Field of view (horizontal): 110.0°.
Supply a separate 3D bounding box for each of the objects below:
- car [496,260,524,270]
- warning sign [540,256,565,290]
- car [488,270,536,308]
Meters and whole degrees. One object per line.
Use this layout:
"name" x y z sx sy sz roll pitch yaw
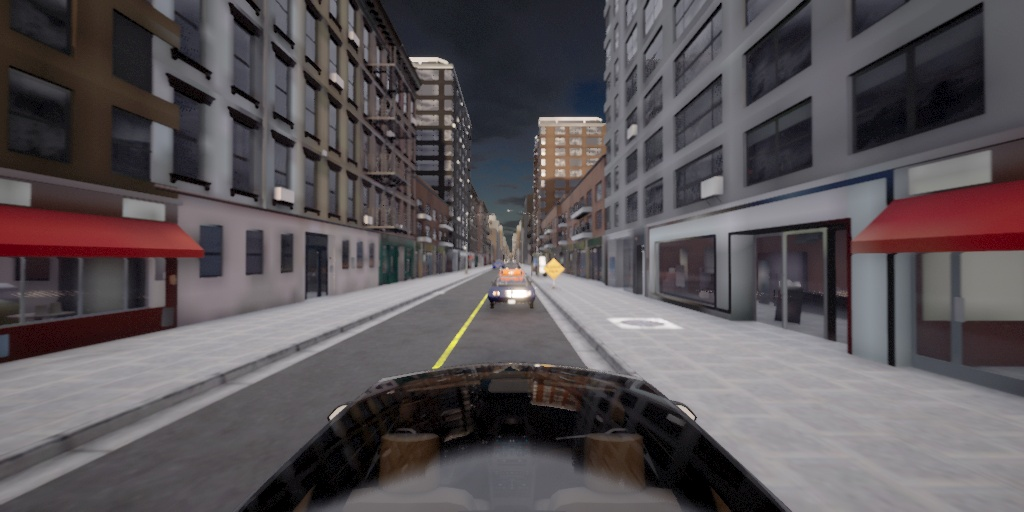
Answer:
"car" -0.015 1.404 30.923 2.097 1.767 4.553 0 -1 0
"warning sign" 2.507 1.062 21.481 1.300 1.860 1.060 0 0 0
"car" -0.006 1.489 15.955 1.895 1.301 4.718 0 -1 0
